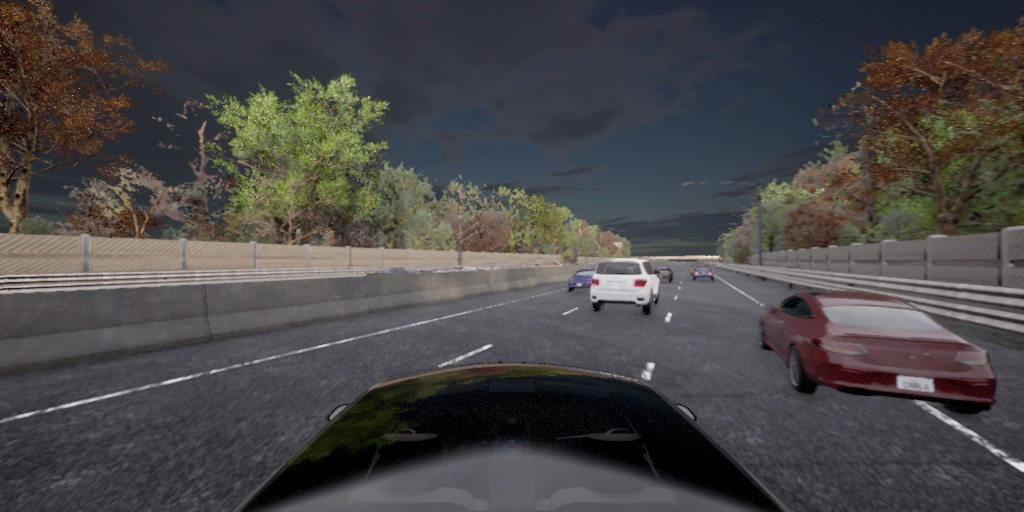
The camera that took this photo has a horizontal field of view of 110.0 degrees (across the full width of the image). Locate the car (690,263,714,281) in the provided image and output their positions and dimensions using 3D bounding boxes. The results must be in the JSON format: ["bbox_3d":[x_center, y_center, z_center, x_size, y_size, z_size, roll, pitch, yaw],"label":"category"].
[{"bbox_3d":[18.999,1.684,35.695,2.033,1.411,5.357,-1,-1,27],"label":"car"}]

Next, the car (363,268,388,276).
[{"bbox_3d":[-10.665,1.720,31.437,2.033,1.411,5.357,-1,-1,26],"label":"car"}]

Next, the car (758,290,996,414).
[{"bbox_3d":[5.620,1.317,6.157,1.812,1.442,4.674,-1,-1,26],"label":"car"}]

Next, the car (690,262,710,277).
[{"bbox_3d":[23.557,1.603,44.999,2.097,1.767,4.553,-1,-1,27],"label":"car"}]

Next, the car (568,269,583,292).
[{"bbox_3d":[4.973,1.540,23.136,1.812,1.442,4.674,-1,-1,26],"label":"car"}]

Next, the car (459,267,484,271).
[{"bbox_3d":[-3.520,1.658,30.095,1.812,1.442,4.674,-1,-1,26],"label":"car"}]

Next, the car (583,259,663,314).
[{"bbox_3d":[4.865,1.131,15.052,2.150,2.045,5.566,-1,-1,26],"label":"car"}]

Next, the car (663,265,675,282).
[{"bbox_3d":[14.280,1.621,34.024,2.128,1.511,4.902,-1,-1,26],"label":"car"}]

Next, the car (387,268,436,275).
[{"bbox_3d":[-7.636,1.741,29.675,1.895,1.301,4.718,-1,-1,26],"label":"car"}]
